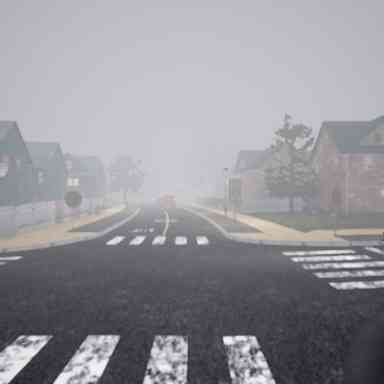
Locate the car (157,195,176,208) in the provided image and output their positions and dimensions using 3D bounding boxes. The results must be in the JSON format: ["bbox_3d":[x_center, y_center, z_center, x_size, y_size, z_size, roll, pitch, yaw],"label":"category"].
[{"bbox_3d":[-4.039,1.501,55.008,2.150,2.045,5.566,0,-1,-10],"label":"car"}]

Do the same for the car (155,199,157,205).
[{"bbox_3d":[-6.141,1.883,65.352,1.882,1.535,5.008,0,-1,-14],"label":"car"}]

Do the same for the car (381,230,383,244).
[{"bbox_3d":[9.052,1.251,11.185,4.902,1.511,2.128,-1,0,0],"label":"car"}]
